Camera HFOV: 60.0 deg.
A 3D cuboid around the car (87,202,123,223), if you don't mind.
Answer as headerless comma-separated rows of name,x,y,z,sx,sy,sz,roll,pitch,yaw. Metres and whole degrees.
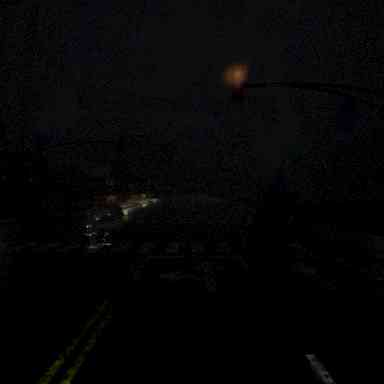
car,-6.491,1.542,25.228,2.128,1.511,4.902,0,1,0
